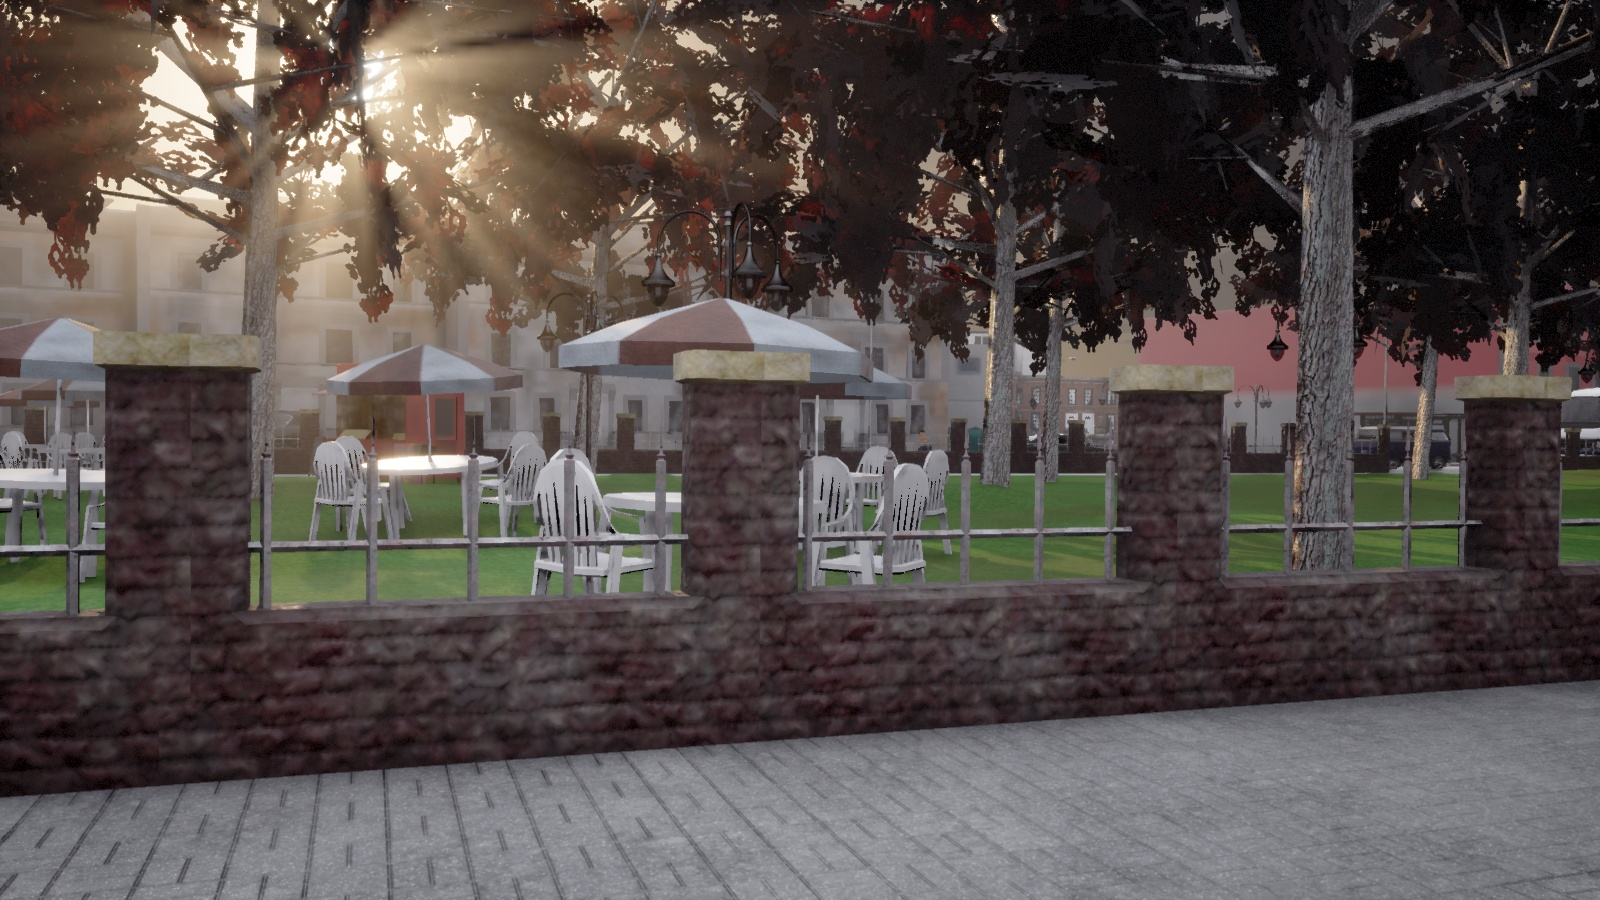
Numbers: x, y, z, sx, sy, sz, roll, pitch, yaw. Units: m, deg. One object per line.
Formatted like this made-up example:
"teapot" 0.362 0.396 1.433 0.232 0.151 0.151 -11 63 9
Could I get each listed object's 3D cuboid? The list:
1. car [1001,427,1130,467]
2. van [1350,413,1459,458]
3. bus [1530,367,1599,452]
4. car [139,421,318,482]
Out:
"car" 10.783 -0.144 51.016 4.892 1.490 1.837 -1 1 -19
"van" 27.273 -0.666 56.682 4.442 1.987 1.775 -1 1 -19
"bus" 44.404 -2.145 66.780 10.273 4.253 3.944 -1 1 -19
"car" -20.148 0.009 44.576 5.566 2.045 2.150 -1 1 -19
